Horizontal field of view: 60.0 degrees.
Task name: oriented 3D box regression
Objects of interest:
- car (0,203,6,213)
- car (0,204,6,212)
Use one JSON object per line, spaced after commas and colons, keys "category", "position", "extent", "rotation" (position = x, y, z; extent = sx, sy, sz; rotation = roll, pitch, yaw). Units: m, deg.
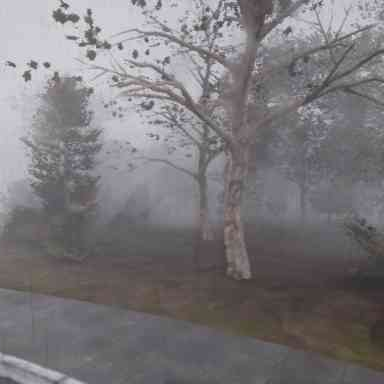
{"category": "car", "position": [-37.004, 3.027, 62.736], "extent": [2.097, 1.767, 4.553], "rotation": [0, -2, -15]}
{"category": "car", "position": [-31.928, 2.925, 57.147], "extent": [1.837, 1.490, 4.892], "rotation": [0, -2, -15]}
